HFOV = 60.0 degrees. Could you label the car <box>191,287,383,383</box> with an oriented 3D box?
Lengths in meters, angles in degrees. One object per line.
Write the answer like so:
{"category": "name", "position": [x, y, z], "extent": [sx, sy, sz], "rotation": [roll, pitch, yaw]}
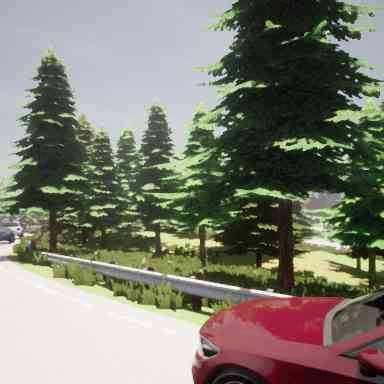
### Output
{"category": "car", "position": [2.216, 1.528, 2.809], "extent": [4.674, 1.442, 1.812], "rotation": [0, 0, 32]}

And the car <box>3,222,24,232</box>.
{"category": "car", "position": [-21.537, 4.631, 39.895], "extent": [2.150, 2.045, 5.566], "rotation": [0, -5, -24]}

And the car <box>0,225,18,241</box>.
{"category": "car", "position": [-17.387, 3.985, 30.422], "extent": [1.812, 1.442, 4.674], "rotation": [0, -5, -23]}
